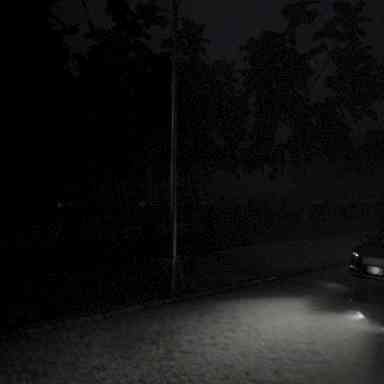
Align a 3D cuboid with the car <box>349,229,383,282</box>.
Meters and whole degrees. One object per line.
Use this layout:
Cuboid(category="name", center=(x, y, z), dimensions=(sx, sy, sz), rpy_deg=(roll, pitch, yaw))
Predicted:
Cuboid(category="car", center=(6.300, 1.623, 9.300), dimensions=(4.902, 1.511, 2.128), rpy_deg=(1, -1, -36))
